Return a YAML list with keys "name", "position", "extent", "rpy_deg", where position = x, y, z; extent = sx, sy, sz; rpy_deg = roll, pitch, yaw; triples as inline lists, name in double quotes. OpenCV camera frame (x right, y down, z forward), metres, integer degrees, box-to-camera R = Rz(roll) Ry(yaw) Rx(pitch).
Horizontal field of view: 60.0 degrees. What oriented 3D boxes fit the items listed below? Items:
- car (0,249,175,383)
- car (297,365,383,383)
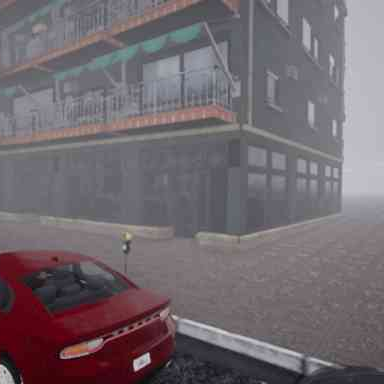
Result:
- name: "car"
  position: [-2.297, 1.466, 4.523]
  extent: [4.507, 1.381, 1.887]
  rpy_deg: [1, 1, 36]
- name: "car"
  position: [2.285, 1.588, 1.241]
  extent: [4.313, 1.339, 1.947]
  rpy_deg: [1, 1, 36]
